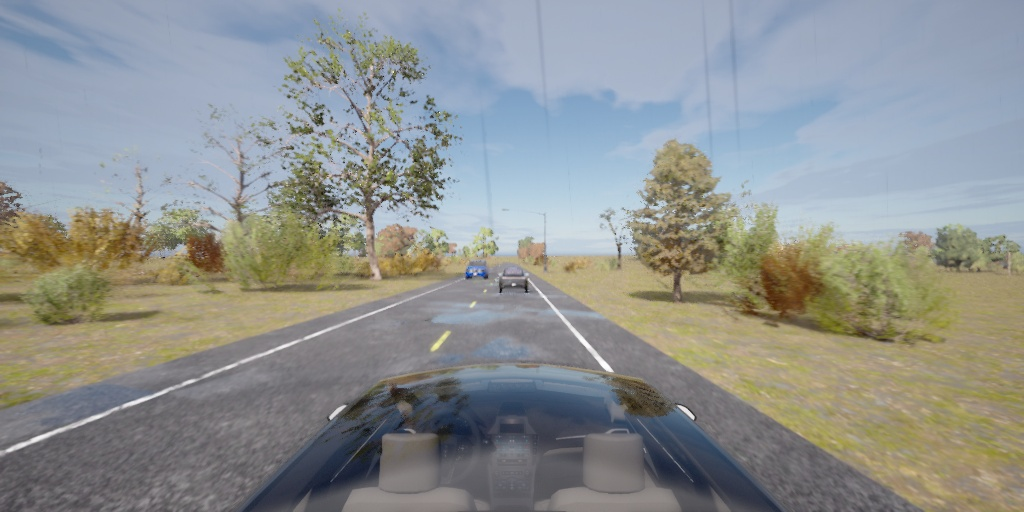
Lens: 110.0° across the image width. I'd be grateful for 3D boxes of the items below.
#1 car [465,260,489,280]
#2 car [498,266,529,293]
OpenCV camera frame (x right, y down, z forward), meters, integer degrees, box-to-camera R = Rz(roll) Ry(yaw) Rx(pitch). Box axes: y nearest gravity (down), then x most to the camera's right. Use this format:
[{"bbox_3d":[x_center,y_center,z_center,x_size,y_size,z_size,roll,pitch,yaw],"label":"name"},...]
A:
[{"bbox_3d":[-3.591,1.456,37.758,2.150,2.045,5.566,0,-1,0],"label":"car"},{"bbox_3d":[0.103,1.533,23.632,2.128,1.511,4.902,0,-1,0],"label":"car"}]
